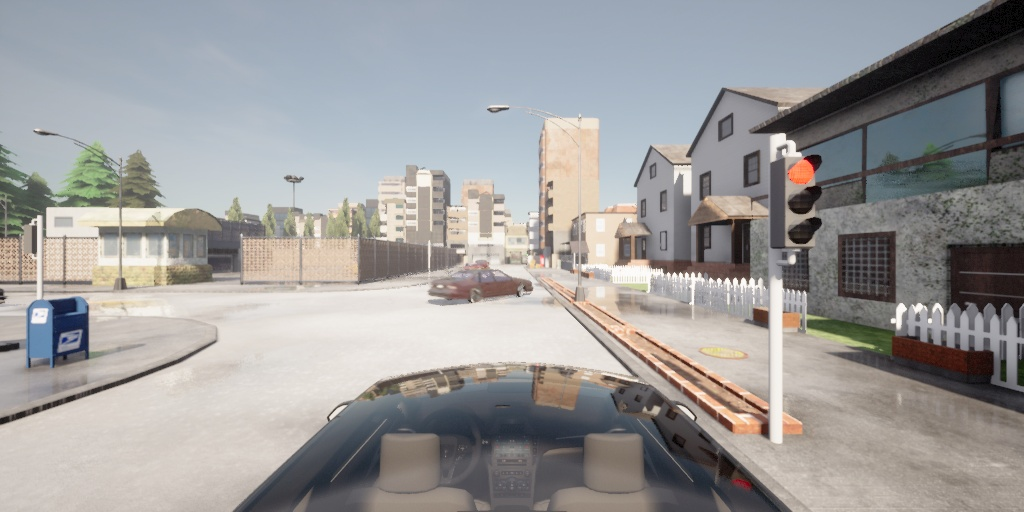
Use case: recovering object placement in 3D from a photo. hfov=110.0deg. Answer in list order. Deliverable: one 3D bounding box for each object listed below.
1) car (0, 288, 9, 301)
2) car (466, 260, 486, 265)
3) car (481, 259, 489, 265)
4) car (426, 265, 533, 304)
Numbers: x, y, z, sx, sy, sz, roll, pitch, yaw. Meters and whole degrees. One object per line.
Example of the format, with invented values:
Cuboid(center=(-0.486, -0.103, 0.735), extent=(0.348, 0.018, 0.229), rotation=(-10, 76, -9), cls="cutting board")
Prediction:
Cuboid(center=(-22.310, 1.294, 13.195), extent=(5.357, 1.411, 2.033), rotation=(0, 0, 0), cls="car")
Cuboid(center=(-4.121, 1.340, 37.175), extent=(1.895, 1.301, 4.718), rotation=(0, 0, 0), cls="car")
Cuboid(center=(-4.112, 1.213, 47.681), extent=(1.882, 1.535, 5.008), rotation=(0, 0, 0), cls="car")
Cuboid(center=(-1.308, 1.293, 16.568), extent=(2.033, 1.411, 5.357), rotation=(0, 0, 41), cls="car")
